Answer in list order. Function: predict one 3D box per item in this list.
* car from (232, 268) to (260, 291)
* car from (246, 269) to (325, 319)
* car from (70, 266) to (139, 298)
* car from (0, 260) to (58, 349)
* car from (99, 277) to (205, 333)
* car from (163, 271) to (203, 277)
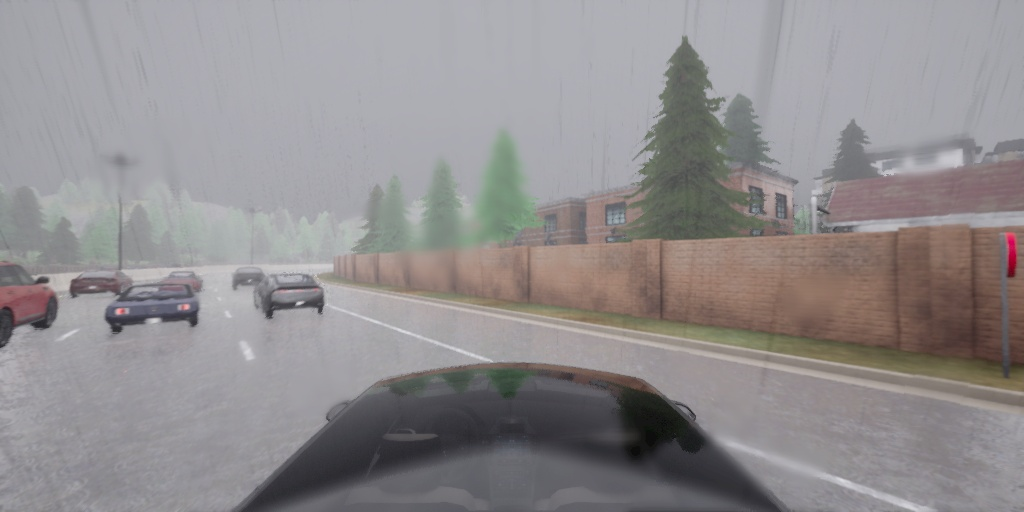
[{"bbox_3d":[-18.984,1.595,25.982,1.882,1.535,5.008,0,-1,-38],"label":"car"},{"bbox_3d":[-8.769,1.425,14.026,2.128,1.511,4.902,0,-1,-40],"label":"car"},{"bbox_3d":[-24.274,1.565,21.390,1.882,1.535,5.008,0,-1,-38],"label":"car"},{"bbox_3d":[-13.445,1.117,8.719,2.150,2.045,5.566,0,-1,-41],"label":"car"},{"bbox_3d":[-11.242,1.516,11.531,1.895,1.301,4.718,0,-1,-40],"label":"car"},{"bbox_3d":[-21.086,1.656,22.986,1.994,1.385,4.181,0,-1,-39],"label":"car"}]
